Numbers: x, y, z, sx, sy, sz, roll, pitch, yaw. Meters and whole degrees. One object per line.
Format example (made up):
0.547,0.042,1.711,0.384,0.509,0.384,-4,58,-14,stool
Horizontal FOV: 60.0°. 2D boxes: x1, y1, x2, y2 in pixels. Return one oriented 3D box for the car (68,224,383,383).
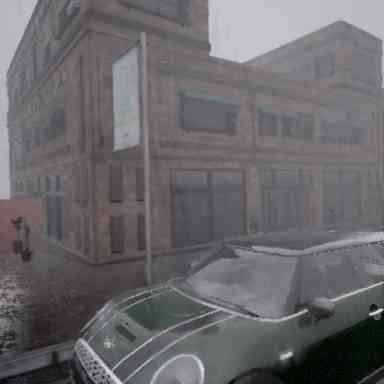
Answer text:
0.952,1.350,4.056,4.553,1.767,2.097,0,0,-35,car
